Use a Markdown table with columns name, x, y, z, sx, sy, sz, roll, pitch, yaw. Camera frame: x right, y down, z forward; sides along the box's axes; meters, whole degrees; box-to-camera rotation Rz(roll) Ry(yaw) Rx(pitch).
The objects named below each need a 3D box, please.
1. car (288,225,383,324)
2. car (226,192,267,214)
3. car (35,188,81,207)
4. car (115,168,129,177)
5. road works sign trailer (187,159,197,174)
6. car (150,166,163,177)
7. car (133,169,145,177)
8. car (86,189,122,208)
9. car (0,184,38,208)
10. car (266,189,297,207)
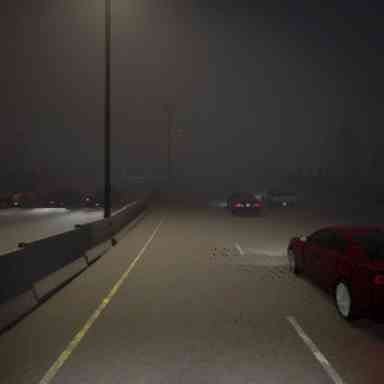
| name | x | y | z | sx | sy | sz | roll | pitch | yaw |
| --- | --- | --- | --- | --- | --- | --- | --- | --- | --- |
| car | 3.577 | 1.445 | 7.239 | 1.882 | 1.535 | 5.008 | 0 | 1 | 0 |
| car | 3.571 | 0.688 | 23.767 | 2.033 | 1.411 | 5.357 | 0 | 5 | 0 |
| car | -10.622 | 0.398 | 27.217 | 1.994 | 1.385 | 4.181 | 0 | 6 | 0 |
| car | -14.060 | -3.974 | 66.799 | 2.097 | 1.767 | 4.553 | 0 | 6 | 0 |
| road works sign trailer | 0.024 | -6.054 | 79.808 | 2.380 | 3.560 | 2.880 | 0 | 4 | 3 |
| car | -7.061 | -4.108 | 66.794 | 2.150 | 2.045 | 5.566 | 0 | 6 | 0 |
| car | -10.560 | -3.828 | 66.784 | 1.837 | 1.490 | 4.892 | 0 | 6 | 0 |
| car | -7.123 | 0.439 | 27.176 | 1.895 | 1.301 | 4.718 | 0 | 5 | 0 |
| car | -14.122 | 0.192 | 27.153 | 2.097 | 1.767 | 4.553 | 0 | 5 | 0 |
| car | 7.072 | 0.403 | 27.552 | 1.895 | 1.301 | 4.718 | 0 | 6 | 0 |
